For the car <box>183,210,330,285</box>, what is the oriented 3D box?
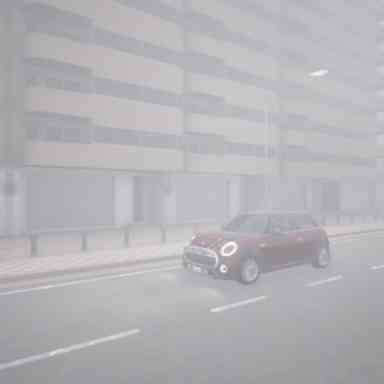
[{"bbox_3d":[1.957,1.357,9.669,4.553,1.767,2.097,0,0,-35],"label":"car"}]
